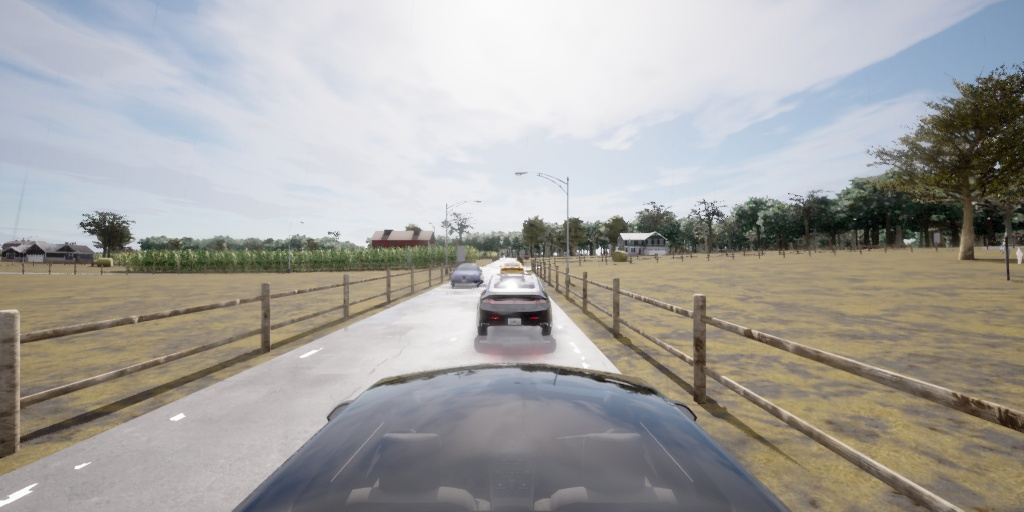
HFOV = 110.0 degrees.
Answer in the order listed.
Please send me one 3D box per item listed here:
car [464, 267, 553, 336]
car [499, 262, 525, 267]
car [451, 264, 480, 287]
[{"bbox_3d":[0.065,1.241,10.389,2.128,1.511,4.902,0,0,0],"label":"car"},{"bbox_3d":[0.006,1.194,29.046,1.882,1.535,5.008,0,0,0],"label":"car"},{"bbox_3d":[-2.925,1.253,24.181,1.812,1.442,4.674,0,0,0],"label":"car"}]
